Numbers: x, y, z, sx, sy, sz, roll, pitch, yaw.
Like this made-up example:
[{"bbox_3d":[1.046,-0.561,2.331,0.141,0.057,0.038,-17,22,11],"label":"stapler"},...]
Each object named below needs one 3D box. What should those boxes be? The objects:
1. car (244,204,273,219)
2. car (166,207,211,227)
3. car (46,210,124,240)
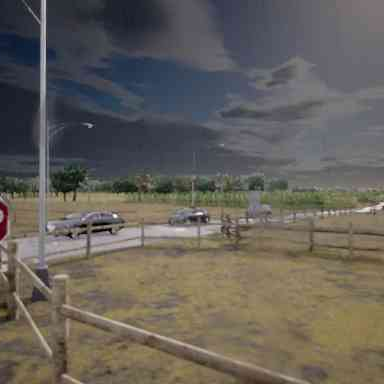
[{"bbox_3d":[7.981,2.278,39.796,2.097,1.767,4.553,1,-1,35],"label":"car"},{"bbox_3d":[-0.219,2.086,28.167,1.837,1.490,4.892,1,-1,35],"label":"car"},{"bbox_3d":[-6.165,1.847,19.618,2.128,1.511,4.902,1,-1,33],"label":"car"}]
